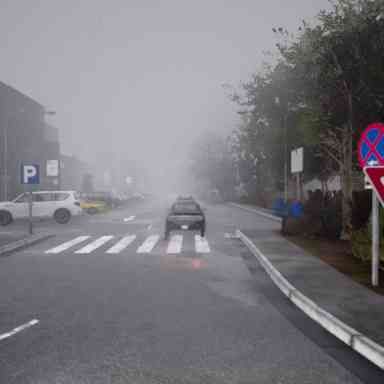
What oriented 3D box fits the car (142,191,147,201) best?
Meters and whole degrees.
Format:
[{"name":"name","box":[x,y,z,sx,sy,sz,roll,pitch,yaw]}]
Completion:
[{"name":"car","box":[-10.736,0.587,54.096,5.566,2.045,2.435,-1,0,-21]}]

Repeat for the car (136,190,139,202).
[{"name":"car","box":[-10.571,0.776,48.085,4.553,1.767,2.185,-1,1,-21]}]

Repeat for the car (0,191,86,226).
[{"name":"car","box":[-9.860,0.958,21.036,5.566,2.045,2.435,-1,1,-22]}]

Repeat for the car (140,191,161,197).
[{"name":"car","box":[-11.670,0.500,93.157,5.366,1.575,1.946,-1,0,-22]}]

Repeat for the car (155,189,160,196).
[{"name":"car","box":[-11.665,0.553,87.088,4.892,1.521,2.231,-1,0,-22]}]

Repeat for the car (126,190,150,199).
[{"name":"car","box":[-11.183,0.572,69.081,4.553,1.767,2.185,-1,0,-22]}]

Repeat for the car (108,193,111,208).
[{"name":"car","box":[-10.113,1.145,30.070,4.674,1.452,2.002,-1,0,-22]}]

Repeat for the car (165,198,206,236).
[{"name":"car","box":[-0.325,1.267,16.822,2.128,1.511,4.902,0,1,0]}]

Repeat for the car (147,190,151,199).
[{"name":"car","box":[-10.742,0.773,60.159,5.366,1.575,1.946,-1,0,-21]}]

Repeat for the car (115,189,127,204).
[{"name":"car","box":[-10.396,0.877,39.069,4.553,1.767,2.185,-1,0,-22]}]

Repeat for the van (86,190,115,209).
[{"name":"van","box":[-10.304,0.847,33.020,4.442,1.987,1.878,-1,1,-22]}]

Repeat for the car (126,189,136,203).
[{"name":"car","box":[-10.492,0.809,45.085,4.553,1.767,2.185,-1,1,-22]}]

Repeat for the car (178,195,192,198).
[{"name":"car","box":[-0.749,1.050,35.682,2.128,1.511,4.902,0,1,-2]}]

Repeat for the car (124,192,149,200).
[{"name":"car","box":[-11.067,0.764,66.088,4.674,1.452,2.002,-1,1,-22]}]

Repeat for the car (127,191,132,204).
[{"name":"car","box":[-10.444,1.008,42.079,4.674,1.452,2.002,-1,0,-22]}]

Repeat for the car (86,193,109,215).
[{"name":"car","box":[-9.846,1.134,27.135,5.366,1.575,1.946,-1,0,-22]}]

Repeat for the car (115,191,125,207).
[{"name":"car","box":[-10.272,1.036,36.070,5.008,1.535,2.097,-1,1,-22]}]

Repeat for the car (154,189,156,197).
[{"name":"car","box":[-11.285,0.675,75.103,4.792,1.488,2.163,-1,0,-22]}]

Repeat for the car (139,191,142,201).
[{"name":"car","box":[-10.656,0.899,51.100,4.792,1.488,2.163,-1,0,-22]}]

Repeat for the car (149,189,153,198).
[{"name":"car","box":[-10.983,0.500,63.109,5.566,2.045,2.435,-1,0,-22]}]
